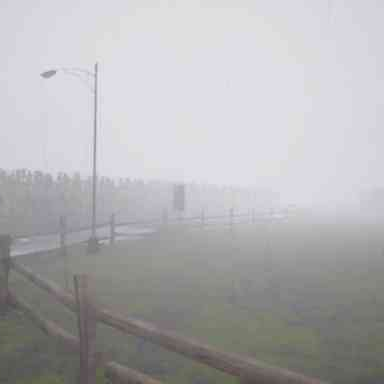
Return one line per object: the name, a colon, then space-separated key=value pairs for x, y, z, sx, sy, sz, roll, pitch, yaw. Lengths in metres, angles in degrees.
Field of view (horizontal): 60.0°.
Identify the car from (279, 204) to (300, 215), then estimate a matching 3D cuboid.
car: x=14.595 y=2.527 z=49.581 sx=1.882 sy=1.535 sz=5.008 roll=0 pitch=-1 yaw=36
